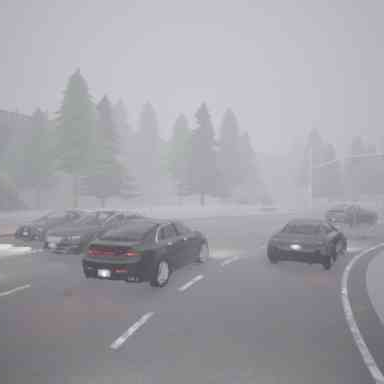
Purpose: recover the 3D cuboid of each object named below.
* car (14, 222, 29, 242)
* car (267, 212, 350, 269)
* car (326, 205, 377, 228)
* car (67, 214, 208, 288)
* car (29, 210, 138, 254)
[{"bbox_3d":[-5.888,1.540,15.462,1.994,1.385,4.181,0,0,30],"label":"car"},{"bbox_3d":[4.130,1.625,11.687,1.994,1.385,4.181,0,0,31],"label":"car"},{"bbox_3d":[11.271,1.640,23.509,4.902,1.511,2.128,1,0,-39],"label":"car"},{"bbox_3d":[-1.017,1.514,9.446,1.837,1.490,4.892,0,0,21],"label":"car"},{"bbox_3d":[-3.364,1.486,12.977,2.128,1.511,4.902,0,0,29],"label":"car"}]
